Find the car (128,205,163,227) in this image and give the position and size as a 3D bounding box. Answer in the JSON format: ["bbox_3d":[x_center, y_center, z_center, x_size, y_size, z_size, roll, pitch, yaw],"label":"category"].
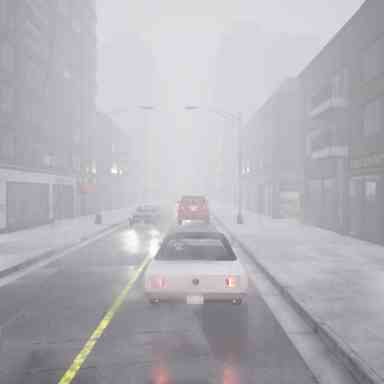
[{"bbox_3d":[-3.110,1.603,23.039,1.895,1.301,4.718,0,0,0],"label":"car"}]

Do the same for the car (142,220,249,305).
[{"bbox_3d":[0.093,1.601,8.037,1.895,1.301,4.718,0,0,1],"label":"car"}]

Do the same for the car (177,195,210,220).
[{"bbox_3d":[0.092,1.224,24.172,2.150,2.045,5.566,0,0,0],"label":"car"}]
